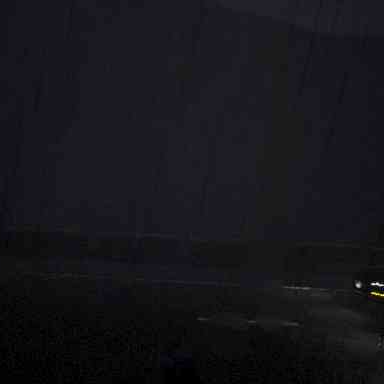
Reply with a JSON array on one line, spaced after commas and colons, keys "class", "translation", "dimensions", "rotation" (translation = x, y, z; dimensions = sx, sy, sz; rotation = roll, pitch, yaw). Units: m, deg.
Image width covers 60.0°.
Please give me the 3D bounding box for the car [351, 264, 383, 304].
[{"class": "car", "translation": [6.844, 2.365, 8.821], "dimensions": [4.892, 1.490, 1.837], "rotation": [3, -3, 0]}]
